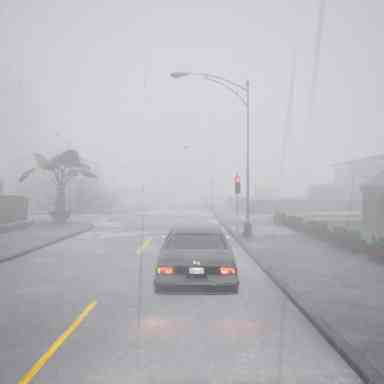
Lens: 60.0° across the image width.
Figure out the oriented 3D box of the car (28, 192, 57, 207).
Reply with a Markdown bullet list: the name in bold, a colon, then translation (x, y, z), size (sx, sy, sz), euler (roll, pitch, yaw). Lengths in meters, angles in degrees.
- **car**: translation (-19.748, 0.985, 43.898), size (1.905, 1.878, 3.866), euler (0, 0, 35)

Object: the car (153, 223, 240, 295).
- **car**: translation (0.099, 1.547, 8.855), size (2.033, 1.411, 5.357), euler (0, 0, 0)
